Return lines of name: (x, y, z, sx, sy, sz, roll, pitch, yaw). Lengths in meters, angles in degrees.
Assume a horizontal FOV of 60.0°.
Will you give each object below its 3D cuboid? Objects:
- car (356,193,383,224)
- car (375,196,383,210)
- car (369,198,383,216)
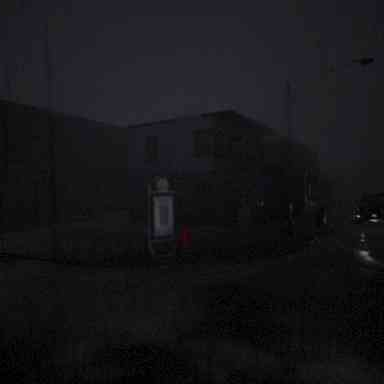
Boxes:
car: (12.876, 1.103, 23.248, 2.150, 2.045, 5.566, -1, 0, 32)
car: (23.527, 1.301, 40.466, 1.812, 1.442, 4.674, -1, 0, 32)
car: (18.085, 1.334, 31.690, 1.837, 1.490, 4.892, -1, 0, 32)
